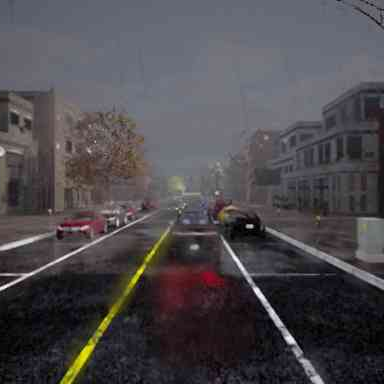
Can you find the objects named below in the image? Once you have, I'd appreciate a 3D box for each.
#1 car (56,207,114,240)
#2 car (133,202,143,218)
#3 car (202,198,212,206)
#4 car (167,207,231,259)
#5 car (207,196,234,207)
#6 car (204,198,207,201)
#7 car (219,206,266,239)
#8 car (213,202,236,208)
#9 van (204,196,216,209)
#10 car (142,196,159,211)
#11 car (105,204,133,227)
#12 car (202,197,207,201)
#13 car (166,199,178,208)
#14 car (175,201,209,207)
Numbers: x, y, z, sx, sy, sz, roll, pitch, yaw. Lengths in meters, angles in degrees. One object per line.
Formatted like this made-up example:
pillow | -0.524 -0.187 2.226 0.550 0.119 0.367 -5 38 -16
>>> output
car | -5.681 1.667 17.626 1.802 1.307 4.206 -1 0 0
car | -5.672 1.720 28.723 1.802 1.307 4.206 -1 0 0
car | 2.733 1.820 62.179 1.752 1.417 4.829 -1 0 0
car | 0.071 1.552 12.911 2.128 1.511 4.902 0 -1 0
car | 2.706 1.453 28.721 2.192 1.841 5.009 -1 0 0
car | 2.717 1.772 39.815 1.802 1.307 4.206 -1 0 0
car | 2.700 1.651 17.623 1.947 1.339 4.313 -1 0 0
car | 2.705 1.637 23.340 1.752 1.417 4.829 -1 0 0
van | 2.723 1.583 50.913 1.690 1.788 3.998 -1 0 0
car | -5.662 1.531 45.369 2.192 1.841 5.009 -1 0 0
car | -5.677 1.662 23.175 2.008 1.369 4.403 -1 0 0
car | 2.721 1.742 45.534 1.752 1.417 4.829 -1 0 0
car | -3.030 1.801 53.355 2.033 1.411 5.357 0 0 0
car | 0.065 1.672 26.052 2.033 1.411 5.357 0 0 1
